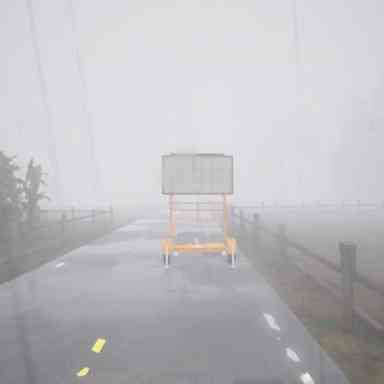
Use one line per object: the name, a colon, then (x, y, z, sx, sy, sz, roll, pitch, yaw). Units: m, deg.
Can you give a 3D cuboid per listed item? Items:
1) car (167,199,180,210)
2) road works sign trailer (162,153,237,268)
car: (-2.702, 1.815, 49.599, 2.128, 1.511, 4.902, 0, 0, 0)
road works sign trailer: (0.185, 0.490, 11.357, 2.380, 3.560, 2.880, 0, 0, -2)
